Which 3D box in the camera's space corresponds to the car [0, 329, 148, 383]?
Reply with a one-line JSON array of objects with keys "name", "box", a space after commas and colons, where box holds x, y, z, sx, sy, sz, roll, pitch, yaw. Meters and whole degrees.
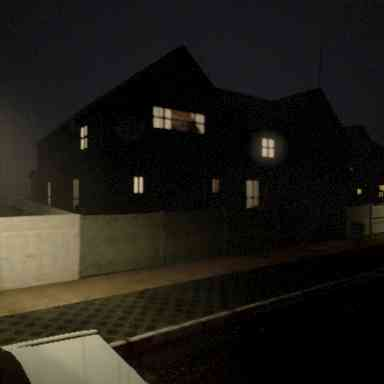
[{"name": "car", "box": [-2.367, 1.601, 1.377, 4.718, 1.301, 1.895, 0, 0, -35]}]
